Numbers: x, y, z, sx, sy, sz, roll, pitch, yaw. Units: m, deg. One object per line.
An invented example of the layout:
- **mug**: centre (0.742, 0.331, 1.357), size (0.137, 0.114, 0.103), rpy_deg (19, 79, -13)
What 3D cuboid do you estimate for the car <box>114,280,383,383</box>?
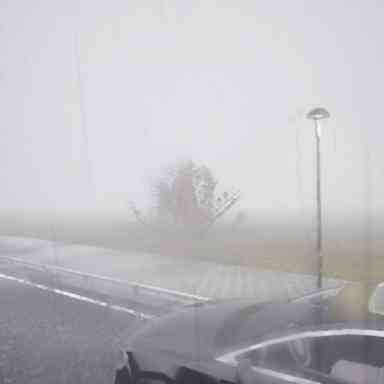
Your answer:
- **car**: centre (1.478, 1.495, 2.503), size (4.902, 1.511, 2.128), rpy_deg (-1, -1, 36)
